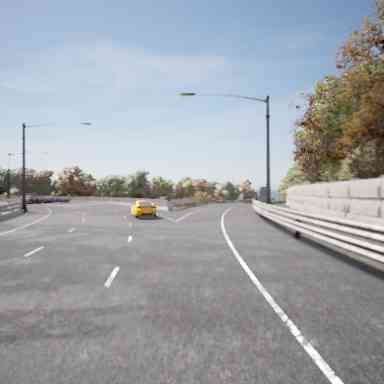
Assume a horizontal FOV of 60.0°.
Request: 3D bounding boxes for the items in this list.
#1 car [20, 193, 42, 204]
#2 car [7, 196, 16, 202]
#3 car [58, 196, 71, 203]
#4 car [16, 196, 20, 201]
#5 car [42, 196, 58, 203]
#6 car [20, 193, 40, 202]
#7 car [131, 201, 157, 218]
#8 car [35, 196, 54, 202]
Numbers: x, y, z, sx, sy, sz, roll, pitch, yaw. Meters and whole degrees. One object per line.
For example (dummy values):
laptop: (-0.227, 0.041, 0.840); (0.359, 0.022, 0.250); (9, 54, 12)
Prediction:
car: (-34.033, 1.580, 70.363); (2.097, 1.767, 4.553); (0, 0, -42)
car: (-41.776, 1.660, 78.217); (4.181, 1.385, 1.994); (0, 0, 40)
car: (-29.646, 1.729, 75.925); (2.033, 1.411, 5.357); (0, 0, -44)
car: (-35.694, 1.755, 72.152); (2.128, 1.511, 4.902); (0, 0, -44)
car: (-32.109, 1.736, 73.447); (2.128, 1.511, 4.902); (0, 0, -44)
car: (-39.418, 1.317, 80.801); (5.566, 2.045, 2.150); (0, 0, 40)
car: (-4.525, 1.525, 30.736); (1.882, 1.535, 5.008); (0, 0, -16)
car: (-37.011, 1.615, 83.345); (5.357, 1.411, 2.033); (0, 0, 40)
